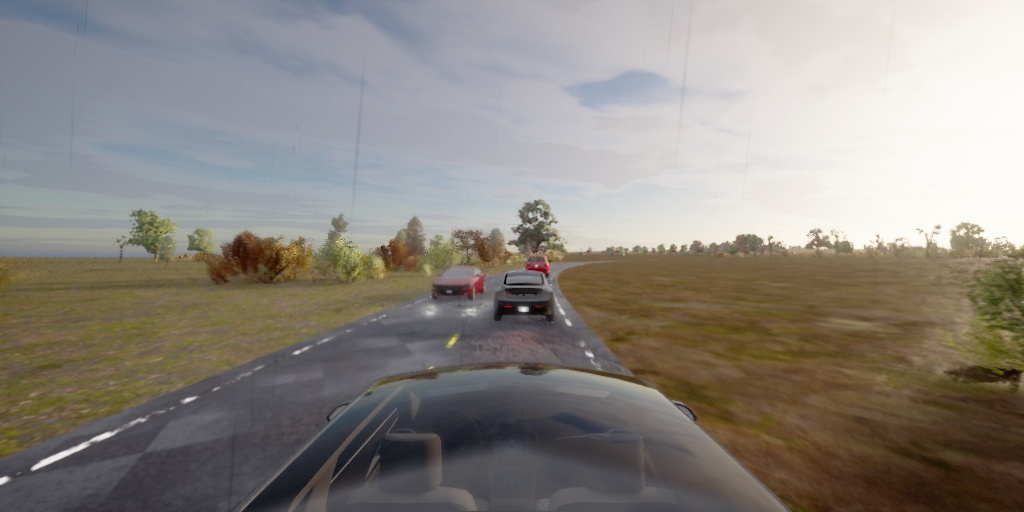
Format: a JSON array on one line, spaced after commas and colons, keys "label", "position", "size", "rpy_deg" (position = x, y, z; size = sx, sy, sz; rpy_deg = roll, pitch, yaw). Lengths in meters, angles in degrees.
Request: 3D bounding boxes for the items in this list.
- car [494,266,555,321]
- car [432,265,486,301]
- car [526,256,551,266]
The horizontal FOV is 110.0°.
[{"label": "car", "position": [0.447, 1.259, 12.546], "size": [1.837, 1.490, 4.892], "rpy_deg": [0, 0, 3]}, {"label": "car", "position": [-2.461, 1.226, 17.575], "size": [1.882, 1.535, 5.008], "rpy_deg": [0, 0, 4]}, {"label": "car", "position": [2.562, 0.983, 34.684], "size": [2.150, 2.045, 5.566], "rpy_deg": [0, 0, 8]}]
